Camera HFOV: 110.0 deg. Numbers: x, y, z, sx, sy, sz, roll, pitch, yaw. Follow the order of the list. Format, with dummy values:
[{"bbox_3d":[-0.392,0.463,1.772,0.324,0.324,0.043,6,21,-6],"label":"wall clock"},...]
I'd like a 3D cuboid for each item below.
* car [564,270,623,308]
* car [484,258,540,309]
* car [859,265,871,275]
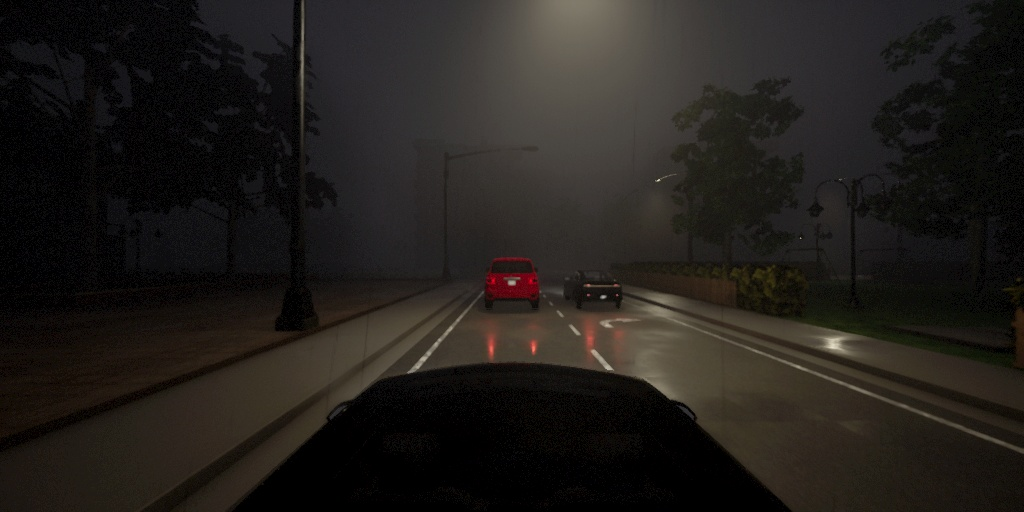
[{"bbox_3d":[3.501,1.385,16.141,2.128,1.511,4.902,0,0,0],"label":"car"},{"bbox_3d":[-0.001,1.106,15.863,2.150,2.045,5.566,0,0,0],"label":"car"},{"bbox_3d":[45.868,1.525,44.341,4.553,1.767,2.097,0,-1,1],"label":"car"}]
